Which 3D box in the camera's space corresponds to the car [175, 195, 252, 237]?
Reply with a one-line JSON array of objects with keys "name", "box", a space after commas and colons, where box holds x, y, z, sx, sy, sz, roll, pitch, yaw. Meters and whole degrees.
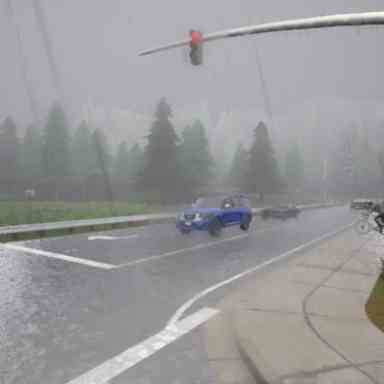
[{"name": "car", "box": [1.394, 1.201, 18.512, 2.150, 2.045, 5.566, 0, 0, 35]}]

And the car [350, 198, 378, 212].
[{"name": "car", "box": [19.372, 1.444, 37.820, 1.882, 1.535, 5.008, 0, 0, 37]}]

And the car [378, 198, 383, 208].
[{"name": "car", "box": [25.576, 1.526, 46.271, 1.994, 1.385, 4.181, 0, 0, 37]}]

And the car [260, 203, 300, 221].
[{"name": "car", "box": [7.193, 1.577, 26.935, 1.895, 1.301, 4.718, 0, 0, 34]}]

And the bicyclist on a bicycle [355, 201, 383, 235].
[{"name": "bicyclist on a bicycle", "box": [8.809, 1.272, 16.105, 1.656, 1.620, 0.582, 0, 0, 34]}]
